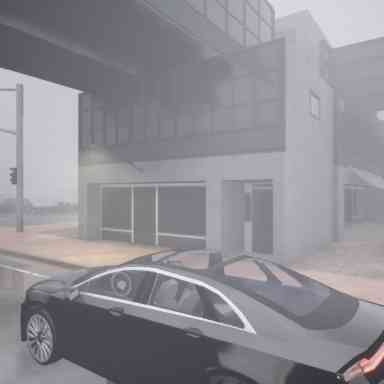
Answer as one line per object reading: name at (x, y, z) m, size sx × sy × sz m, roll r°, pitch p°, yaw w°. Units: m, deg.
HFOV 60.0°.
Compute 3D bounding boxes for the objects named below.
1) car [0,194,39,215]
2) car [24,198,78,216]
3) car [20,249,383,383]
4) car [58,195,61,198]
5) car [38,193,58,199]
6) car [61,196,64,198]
car at (-17.936, 1.352, 32.453) m, size 2.097 × 1.767 × 4.553 m, roll 0°, pitch 0°, yaw 36°
car at (-13.438, 1.601, 32.679) m, size 1.895 × 1.301 × 4.718 m, roll 0°, pitch 0°, yaw 36°
car at (-0.251, 1.492, 4.172) m, size 4.902 × 1.511 × 2.128 m, roll 0°, pitch 0°, yaw 35°
car at (-28.893, 1.364, 71.754) m, size 3.905 × 1.438 × 1.784 m, roll 0°, pitch 0°, yaw 35°
car at (-30.620, 1.153, 69.428) m, size 4.605 × 1.855 × 1.932 m, roll 0°, pitch 0°, yaw 35°
car at (-12.599, 1.478, 39.682) m, size 1.882 × 1.535 × 5.008 m, roll 0°, pitch 0°, yaw 37°
